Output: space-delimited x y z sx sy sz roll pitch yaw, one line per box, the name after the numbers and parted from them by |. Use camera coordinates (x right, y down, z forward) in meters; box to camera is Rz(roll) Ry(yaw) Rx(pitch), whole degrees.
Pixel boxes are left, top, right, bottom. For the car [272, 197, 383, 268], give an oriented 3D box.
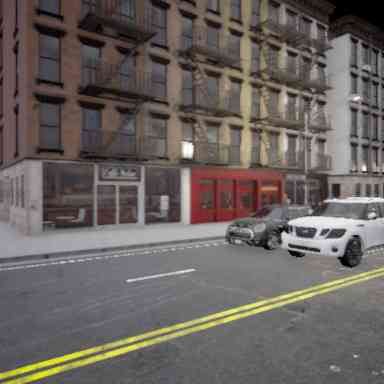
5.615 1.223 11.688 5.566 2.045 2.150 0 0 -35 | car

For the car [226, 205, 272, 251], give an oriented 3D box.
3.619 1.350 14.253 4.553 1.767 2.097 0 0 -36 | car
